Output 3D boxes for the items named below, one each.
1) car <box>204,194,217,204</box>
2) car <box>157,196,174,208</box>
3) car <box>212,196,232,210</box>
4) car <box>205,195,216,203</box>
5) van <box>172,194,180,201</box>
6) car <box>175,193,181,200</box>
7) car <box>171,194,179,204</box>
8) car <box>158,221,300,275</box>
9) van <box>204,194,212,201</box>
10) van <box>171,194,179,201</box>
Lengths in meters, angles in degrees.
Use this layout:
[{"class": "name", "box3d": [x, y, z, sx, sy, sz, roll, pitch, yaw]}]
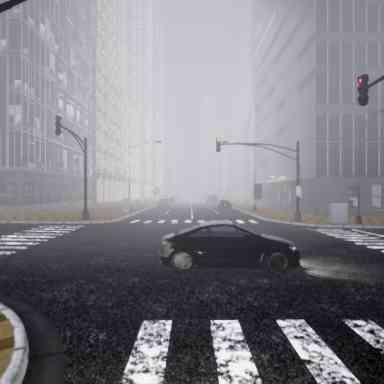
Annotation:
[{"class": "car", "box3d": [3.860, 1.298, 63.932, 2.192, 1.841, 5.009, 0, 0, 0]}, {"class": "car", "box3d": [-3.970, 1.581, 47.326, 1.802, 1.307, 4.206, 0, 0, 0]}, {"class": "car", "box3d": [3.976, 1.569, 41.823, 1.947, 1.339, 4.313, 0, 0, 0]}, {"class": "car", "box3d": [3.843, 1.416, 69.461, 1.967, 1.590, 4.097, 0, 0, 0]}, {"class": "van", "box3d": [-4.088, 1.295, 86.019, 1.690, 1.788, 3.998, 0, 0, 0]}, {"class": "car", "box3d": [-4.054, 1.408, 74.964, 1.967, 1.590, 4.097, 0, 0, 0]}, {"class": "car", "box3d": [-4.020, 1.549, 63.909, 1.947, 1.339, 4.313, 0, 0, 0]}, {"class": "car", "box3d": [1.081, 1.604, 10.127, 4.181, 1.385, 1.994, 1, 0, -3]}, {"class": "van", "box3d": [3.809, 1.302, 80.515, 1.690, 1.788, 3.998, 0, 0, 0]}, {"class": "van", "box3d": [-4.071, 1.302, 80.492, 1.690, 1.788, 3.998, 0, 0, 0]}]
